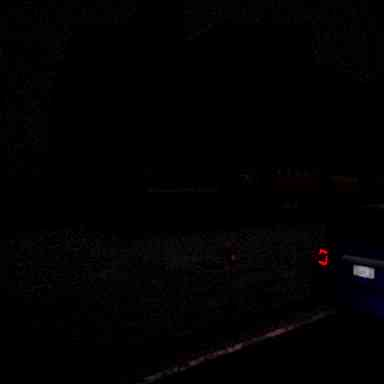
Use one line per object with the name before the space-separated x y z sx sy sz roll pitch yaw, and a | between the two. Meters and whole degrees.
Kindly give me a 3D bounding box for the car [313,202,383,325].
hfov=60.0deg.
car | 4.595 1.207 6.227 5.566 2.045 2.150 0 0 -36
